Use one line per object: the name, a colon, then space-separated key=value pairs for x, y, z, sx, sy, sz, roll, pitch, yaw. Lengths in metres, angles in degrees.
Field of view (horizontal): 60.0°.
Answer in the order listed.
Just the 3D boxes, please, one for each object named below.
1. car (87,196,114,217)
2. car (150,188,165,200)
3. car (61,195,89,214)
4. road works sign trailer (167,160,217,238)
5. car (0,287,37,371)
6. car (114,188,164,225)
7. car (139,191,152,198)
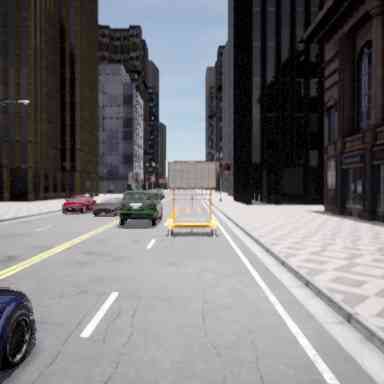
car: x=-6.589 y=1.171 z=27.274 sx=2.033 sy=1.411 sz=5.357 roll=0 pitch=1 yaw=0
car: x=-6.497 y=0.353 z=63.425 sx=2.150 sy=2.045 sz=5.566 roll=0 pitch=1 yaw=1
car: x=-9.836 y=1.074 z=29.330 sx=1.882 sy=1.535 sz=5.008 roll=0 pitch=1 yaw=0
road works sign trailer: x=0.008 y=0.238 z=16.295 sx=2.380 sy=3.560 sz=2.880 roll=0 pitch=1 yaw=0
car: x=-3.149 y=1.521 z=2.927 sx=1.994 sy=1.385 sz=4.181 roll=0 pitch=1 yaw=0
car: x=-3.141 y=0.927 z=21.253 sx=2.150 sy=2.045 sz=5.566 roll=0 pitch=1 yaw=0
car: x=-9.718 y=0.571 z=70.381 sx=2.033 sy=1.411 sz=5.357 roll=0 pitch=1 yaw=0
